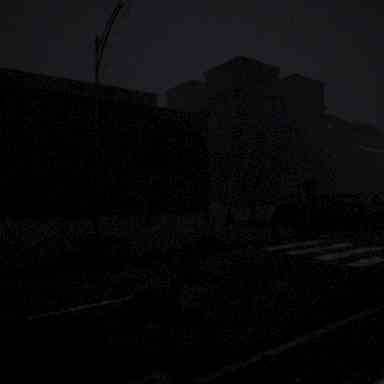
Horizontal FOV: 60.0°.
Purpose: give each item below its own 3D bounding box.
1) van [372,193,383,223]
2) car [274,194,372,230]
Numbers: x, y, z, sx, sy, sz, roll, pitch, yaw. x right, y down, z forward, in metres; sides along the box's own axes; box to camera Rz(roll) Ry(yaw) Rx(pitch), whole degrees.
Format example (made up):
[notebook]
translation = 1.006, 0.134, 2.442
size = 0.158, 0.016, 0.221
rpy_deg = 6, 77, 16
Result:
[van]
translation = 10.157, 1.152, 22.564
size = 1.878, 1.987, 4.442
rpy_deg = 0, 0, -35
[car]
translation = 7.804, 1.147, 21.080
size = 2.435, 2.045, 5.566
rpy_deg = -1, 0, -35
